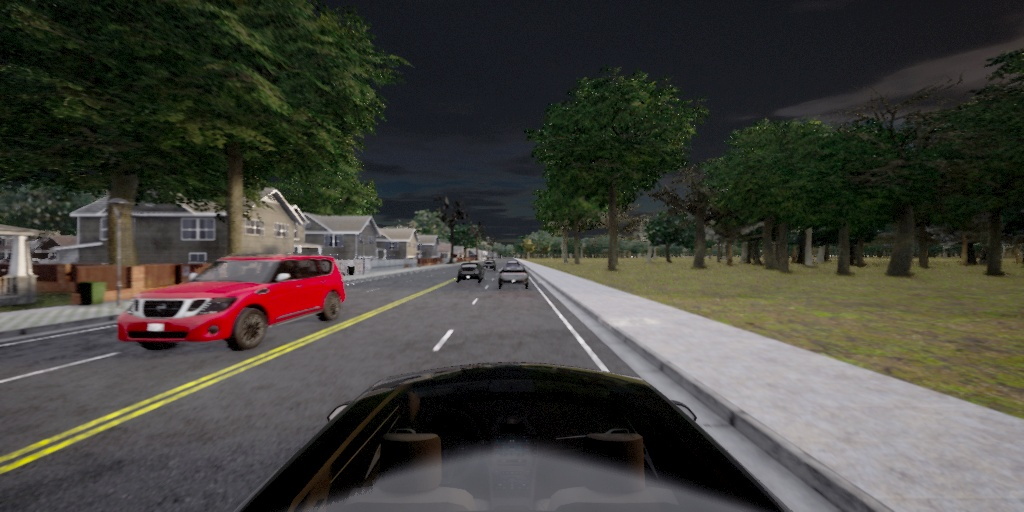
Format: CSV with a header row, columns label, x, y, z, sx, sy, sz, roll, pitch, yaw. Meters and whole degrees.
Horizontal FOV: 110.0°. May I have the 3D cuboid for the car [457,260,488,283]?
label,x,y,z,sx,sy,sz,roll,pitch,yaw
car,-3.151,1.259,28.116,1.837,1.490,4.892,0,0,0

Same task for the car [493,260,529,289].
label,x,y,z,sx,sy,sz,roll,pitch,yaw
car,0.100,1.245,23.318,2.128,1.511,4.902,0,0,0

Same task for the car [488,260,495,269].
label,x,y,z,sx,sy,sz,roll,pitch,yaw
car,-3.150,1.265,50.959,1.837,1.490,4.892,0,0,0

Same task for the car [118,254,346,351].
label,x,y,z,sx,sy,sz,roll,pitch,yaw
car,-6.544,0.974,9.426,2.150,2.045,5.566,0,0,2
